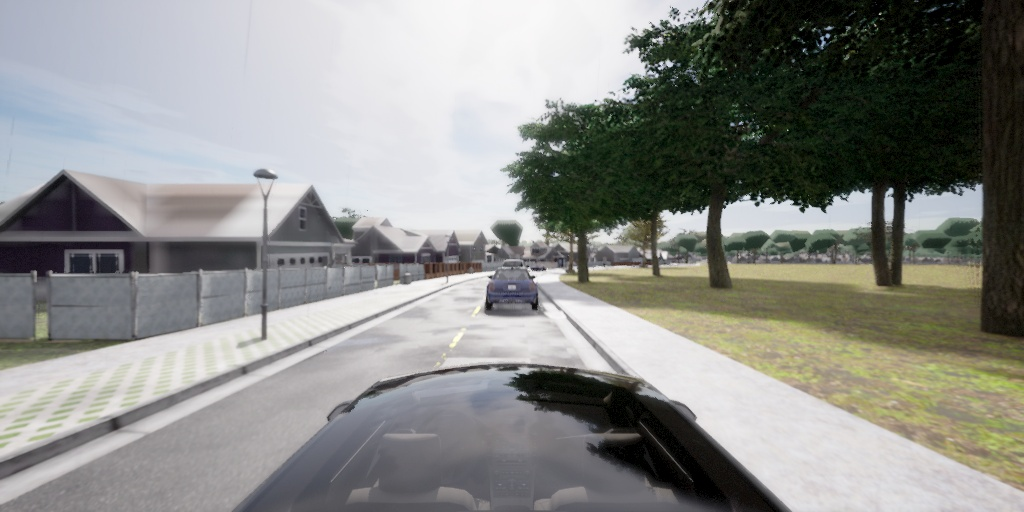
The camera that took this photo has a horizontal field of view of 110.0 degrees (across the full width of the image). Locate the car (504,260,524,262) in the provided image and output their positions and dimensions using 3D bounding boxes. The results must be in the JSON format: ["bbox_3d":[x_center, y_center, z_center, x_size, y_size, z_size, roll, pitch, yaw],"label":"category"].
[{"bbox_3d":[0.234,1.357,30.812,2.150,2.045,5.566,0,-1,4],"label":"car"}]

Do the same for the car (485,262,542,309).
[{"bbox_3d":[0.000,1.262,15.911,2.097,1.767,4.553,0,-1,0],"label":"car"}]
